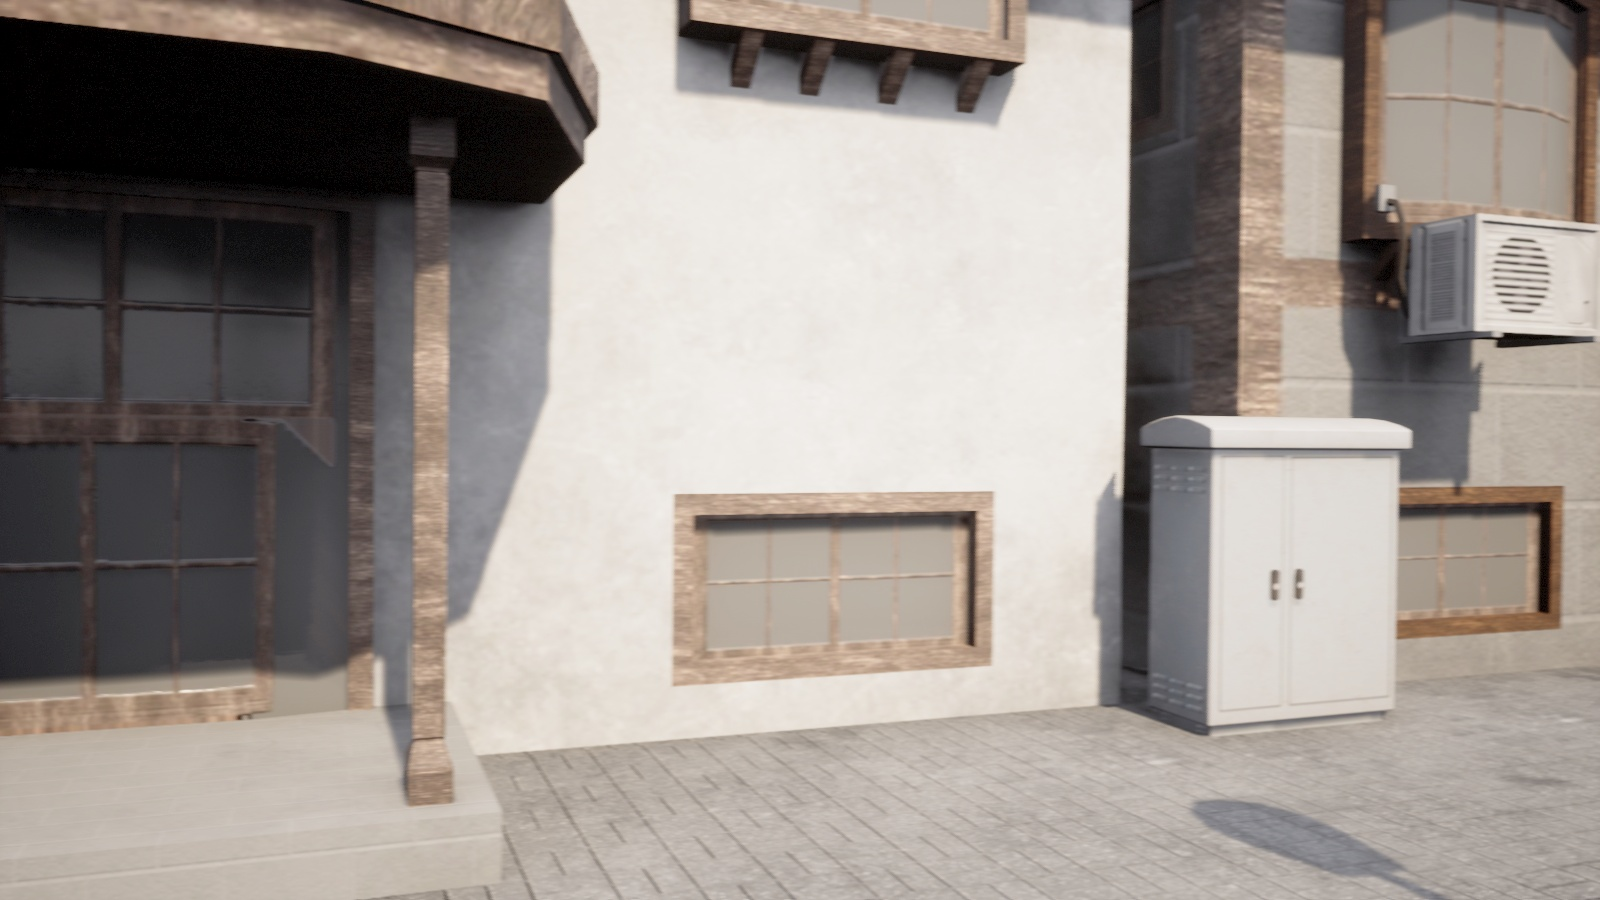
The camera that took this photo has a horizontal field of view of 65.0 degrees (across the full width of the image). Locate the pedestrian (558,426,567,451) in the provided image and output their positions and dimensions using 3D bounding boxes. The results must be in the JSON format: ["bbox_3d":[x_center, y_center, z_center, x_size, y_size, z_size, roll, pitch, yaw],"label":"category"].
[{"bbox_3d":[-17.968,-0.860,95.072,0.594,1.836,0.345,-1,1,-22],"label":"pedestrian"}]
